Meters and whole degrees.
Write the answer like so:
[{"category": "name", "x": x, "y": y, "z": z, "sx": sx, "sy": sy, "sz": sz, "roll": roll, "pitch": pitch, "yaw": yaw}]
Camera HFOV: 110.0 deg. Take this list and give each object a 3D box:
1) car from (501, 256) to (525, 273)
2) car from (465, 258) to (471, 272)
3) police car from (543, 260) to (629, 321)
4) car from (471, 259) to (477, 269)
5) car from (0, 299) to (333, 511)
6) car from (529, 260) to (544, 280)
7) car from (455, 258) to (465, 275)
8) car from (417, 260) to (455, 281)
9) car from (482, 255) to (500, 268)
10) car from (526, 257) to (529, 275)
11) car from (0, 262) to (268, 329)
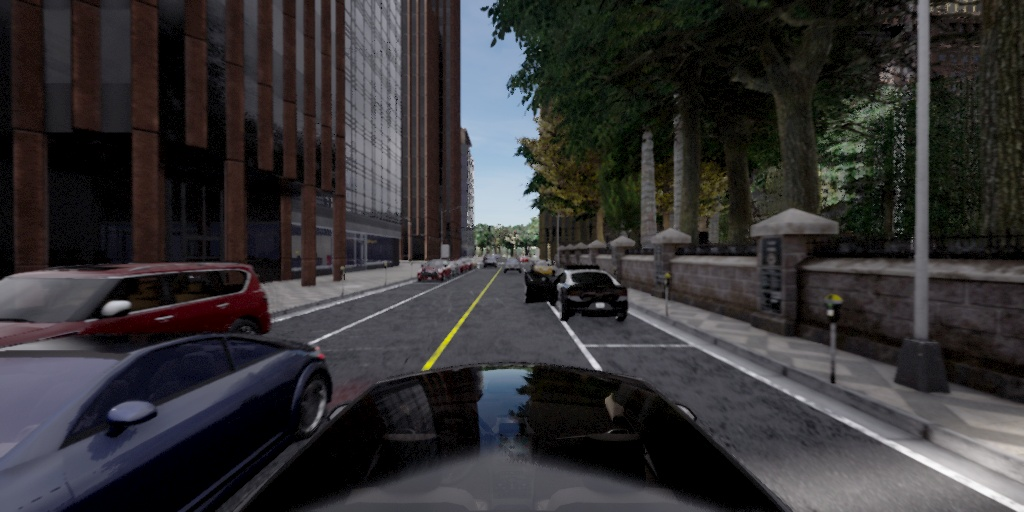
[{"category": "car", "x": 0.071, "y": 1.048, "z": 38.165, "sx": 2.033, "sy": 1.411, "sz": 5.357, "roll": 0, "pitch": 0, "yaw": 0}, {"category": "car", "x": -5.755, "y": 1.047, "z": 37.845, "sx": 1.888, "sy": 1.381, "sz": 4.507, "roll": 0, "pitch": 0, "yaw": 0}, {"category": "police car", "x": 2.369, "y": 1.101, "z": 12.215, "sx": 1.930, "sy": 1.638, "sz": 5.238, "roll": 0, "pitch": 0, "yaw": 0}, {"category": "car", "x": -5.754, "y": 0.906, "z": 43.302, "sx": 1.967, "sy": 1.591, "sz": 4.097, "roll": 0, "pitch": 0, "yaw": 0}, {"category": "car", "x": -3.100, "y": 1.306, "z": 2.513, "sx": 1.994, "sy": 1.385, "sz": 4.181, "roll": 0, "pitch": 1, "yaw": 0}, {"category": "car", "x": 2.769, "y": 1.064, "z": 32.559, "sx": 1.751, "sy": 1.417, "sz": 4.829, "roll": 0, "pitch": 0, "yaw": 0}, {"category": "car", "x": -5.756, "y": 1.089, "z": 32.388, "sx": 2.007, "sy": 1.370, "sz": 4.403, "roll": 0, "pitch": 0, "yaw": 0}, {"category": "car", "x": -5.757, "y": 1.016, "z": 26.931, "sx": 1.967, "sy": 1.591, "sz": 4.097, "roll": 0, "pitch": 0, "yaw": 0}, {"category": "car", "x": -2.997, "y": 0.929, "z": 50.203, "sx": 1.837, "sy": 1.490, "sz": 4.892, "roll": 0, "pitch": 0, "yaw": 0}, {"category": "car", "x": 2.770, "y": 1.068, "z": 37.845, "sx": 1.948, "sy": 1.339, "sz": 4.313, "roll": 0, "pitch": 0, "yaw": 0}, {"category": "car", "x": -5.762, "y": 1.041, "z": 5.104, "sx": 2.192, "sy": 1.841, "sz": 5.009, "roll": 0, "pitch": 0, "yaw": 0}]
